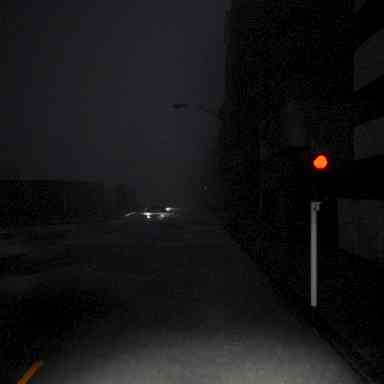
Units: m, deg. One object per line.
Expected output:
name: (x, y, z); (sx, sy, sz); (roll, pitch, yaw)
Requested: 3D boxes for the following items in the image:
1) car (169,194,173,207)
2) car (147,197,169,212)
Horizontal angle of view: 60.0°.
car: (-4.142, 1.505, 49.562); (1.837, 1.490, 4.892); (0, 0, 1)
car: (-4.158, 1.478, 39.535); (1.882, 1.535, 5.008); (0, 0, 0)
